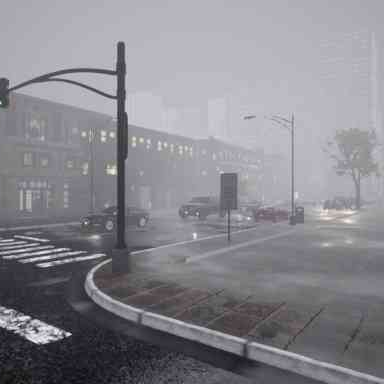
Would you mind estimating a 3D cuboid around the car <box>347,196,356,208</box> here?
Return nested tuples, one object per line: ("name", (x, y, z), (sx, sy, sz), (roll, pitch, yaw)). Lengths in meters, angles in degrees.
("car", (22.395, 1.581, 49.668), (2.192, 1.841, 5.009), (0, -1, 35))

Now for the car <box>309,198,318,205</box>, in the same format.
("car", (21.907, 1.876, 63.527), (2.008, 1.369, 4.403), (0, -1, 35))

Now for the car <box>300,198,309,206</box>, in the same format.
("car", (18.725, 1.846, 59.009), (2.008, 1.369, 4.403), (0, -1, 35))

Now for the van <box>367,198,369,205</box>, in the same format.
("van", (31.940, 1.699, 63.222), (1.690, 1.788, 3.998), (0, -1, 35))

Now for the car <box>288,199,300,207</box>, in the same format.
("car", (15.543, 1.816, 54.491), (2.008, 1.369, 4.403), (0, -1, 35))

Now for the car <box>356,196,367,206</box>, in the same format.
("car", (28.759, 1.642, 58.704), (2.192, 1.841, 5.009), (0, -1, 35))

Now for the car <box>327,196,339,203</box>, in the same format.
("car", (34.633, 1.894, 81.599), (1.967, 1.590, 4.097), (0, -1, 35))

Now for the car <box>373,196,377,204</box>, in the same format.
("car", (38.402, 1.948, 72.396), (1.752, 1.417, 4.829), (0, -1, 35))

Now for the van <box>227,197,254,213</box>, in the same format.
("van", (5.998, 1.518, 40.938), (1.690, 1.788, 3.998), (0, 0, 35))

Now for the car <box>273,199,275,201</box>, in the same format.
("car", (9.180, 1.756, 45.454), (2.008, 1.369, 4.403), (0, 0, 35))

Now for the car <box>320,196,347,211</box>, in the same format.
("car", (19.214, 1.676, 45.149), (1.967, 1.590, 4.097), (0, -1, 35))

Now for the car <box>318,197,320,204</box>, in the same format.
("car", (28.270, 1.828, 72.563), (1.967, 1.590, 4.097), (0, -1, 35))

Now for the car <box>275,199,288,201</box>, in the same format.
("car", (12.264, 1.759, 49.833), (1.752, 1.417, 4.829), (0, -1, 35))

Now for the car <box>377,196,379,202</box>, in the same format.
("car", (41.485, 2.037, 76.774), (1.802, 1.307, 4.206), (0, -1, 35))

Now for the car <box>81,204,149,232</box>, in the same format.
("car", (-4.763, 1.578, 21.188), (1.837, 1.490, 4.892), (0, 0, 34))

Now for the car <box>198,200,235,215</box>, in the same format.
("car", (2.719, 1.674, 36.279), (1.752, 1.417, 4.829), (0, 0, 35))

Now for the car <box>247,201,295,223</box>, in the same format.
("car", (6.531, 1.670, 27.047), (1.887, 1.381, 4.507), (0, 0, 35))

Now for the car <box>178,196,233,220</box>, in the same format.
("car", (1.124, 1.341, 29.507), (2.150, 2.045, 5.566), (0, 0, 35))

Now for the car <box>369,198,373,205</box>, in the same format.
("car", (35.122, 1.972, 67.737), (1.802, 1.307, 4.206), (0, -1, 35))

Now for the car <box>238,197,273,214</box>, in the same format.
("car", (7.036, 1.660, 37.881), (2.128, 1.511, 4.902), (0, 0, 35))
